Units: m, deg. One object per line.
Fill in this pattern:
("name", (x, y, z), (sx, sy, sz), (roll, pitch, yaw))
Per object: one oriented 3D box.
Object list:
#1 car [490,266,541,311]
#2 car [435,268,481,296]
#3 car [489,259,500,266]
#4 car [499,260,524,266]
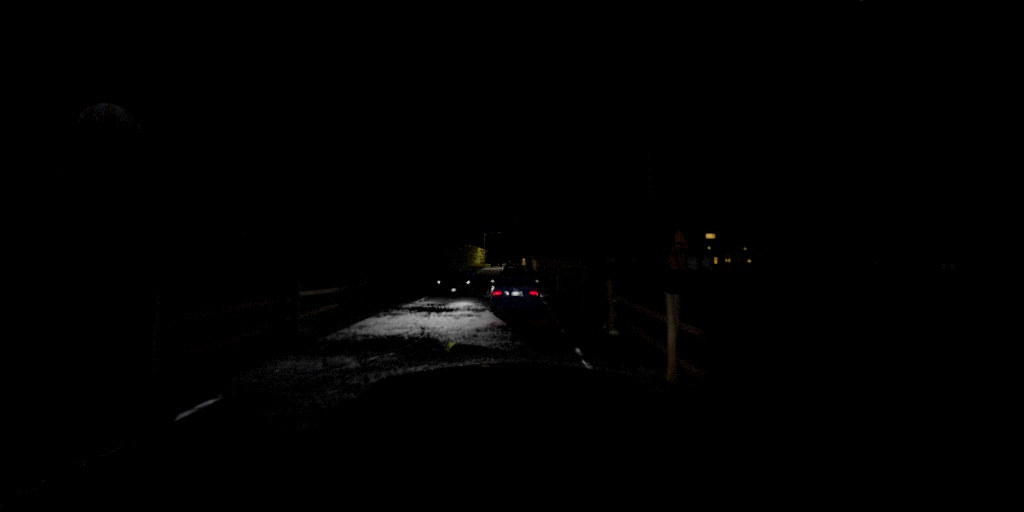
("car", (0.114, 1.293, 14.373), (2.033, 1.411, 5.357), (0, 0, 0))
("car", (-2.821, 1.343, 19.528), (1.895, 1.301, 4.718), (0, 0, 0))
("car", (-2.688, 1.249, 60.740), (1.837, 1.490, 4.892), (0, 0, 1))
("car", (0.153, 1.233, 34.729), (2.128, 1.511, 4.902), (0, 0, 0))
